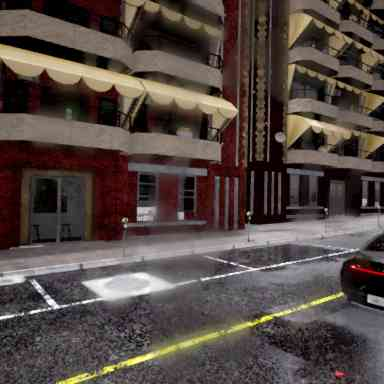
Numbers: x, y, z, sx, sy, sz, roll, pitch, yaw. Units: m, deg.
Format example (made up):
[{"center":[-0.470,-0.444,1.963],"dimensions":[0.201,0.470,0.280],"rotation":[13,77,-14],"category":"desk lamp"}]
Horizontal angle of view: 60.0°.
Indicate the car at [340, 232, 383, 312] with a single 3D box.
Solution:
[{"center":[4.990,1.511,6.839],"dimensions":[4.892,1.490,1.837],"rotation":[0,0,-36],"category":"car"}]
